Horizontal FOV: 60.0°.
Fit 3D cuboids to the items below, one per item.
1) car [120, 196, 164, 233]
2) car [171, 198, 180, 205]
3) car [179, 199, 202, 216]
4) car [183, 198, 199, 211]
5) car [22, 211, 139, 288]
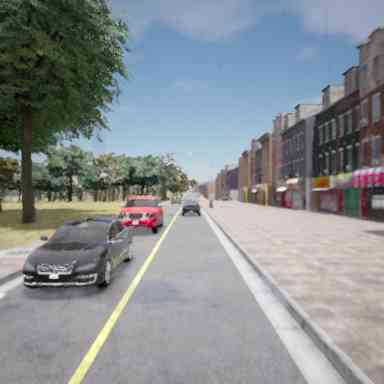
[{"bbox_3d":[-2.942,1.257,20.094,2.150,2.045,5.566,0,0,0],"label":"car"},{"bbox_3d":[-3.127,1.960,67.649,1.994,1.385,4.181,0,0,0],"label":"car"},{"bbox_3d":[-0.079,1.602,33.731,1.837,1.490,4.892,0,0,0],"label":"car"},{"bbox_3d":[-0.146,1.675,45.486,2.128,1.511,4.902,0,0,0],"label":"car"},{"bbox_3d":[-2.891,1.514,9.380,1.837,1.490,4.892,0,0,0],"label":"car"}]
